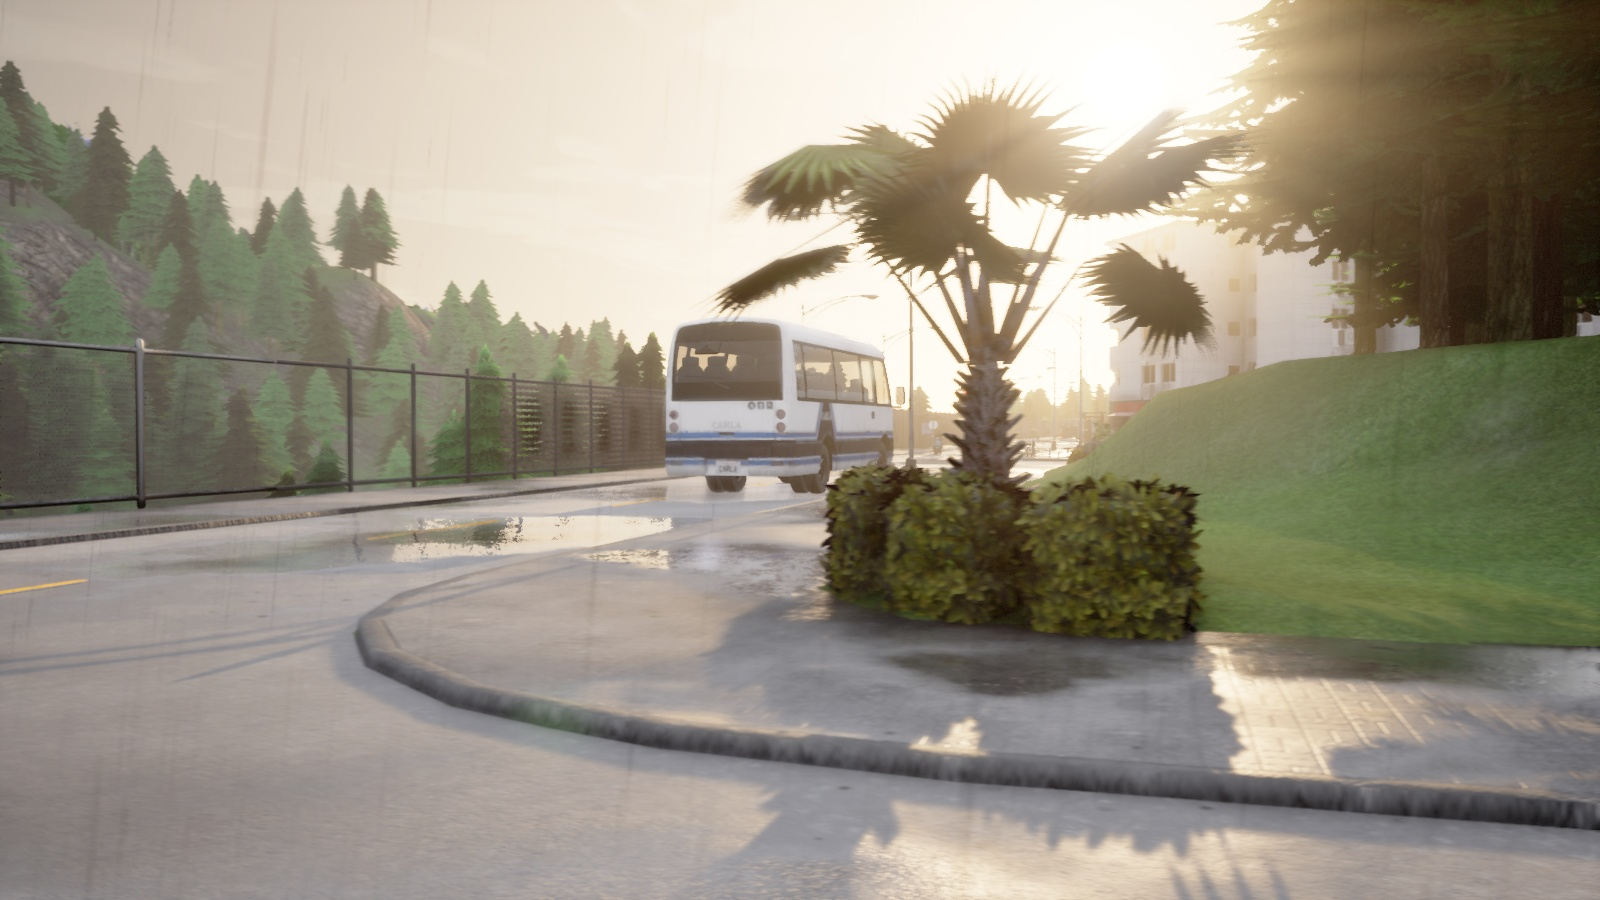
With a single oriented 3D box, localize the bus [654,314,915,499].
[{"bbox_3d":[0.008,-1.077,34.296,3.944,4.253,10.273,1,1,18],"label":"bus"}]
